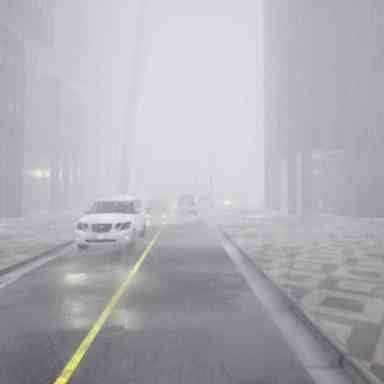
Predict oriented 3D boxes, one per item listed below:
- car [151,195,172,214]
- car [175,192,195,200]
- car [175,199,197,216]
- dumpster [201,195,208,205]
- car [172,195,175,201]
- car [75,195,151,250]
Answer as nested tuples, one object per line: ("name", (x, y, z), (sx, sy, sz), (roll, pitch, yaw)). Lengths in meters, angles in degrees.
("car", (-3.642, 1.350, 35.902), (2.097, 1.767, 4.553), (0, 0, -1))
("car", (-0.771, 1.212, 44.923), (2.150, 2.045, 5.566), (0, 0, -1))
("car", (-0.513, 1.592, 31.973), (1.895, 1.301, 4.718), (0, 0, -1))
("dumpster", (2.123, 1.373, 55.987), (1.020, 1.700, 1.940), (-1, -1, -1))
("car", (-4.335, 1.462, 74.295), (2.128, 1.511, 4.902), (0, 0, -1))
("car", (-3.352, 1.218, 14.786), (2.150, 2.045, 5.566), (0, 1, -1))
